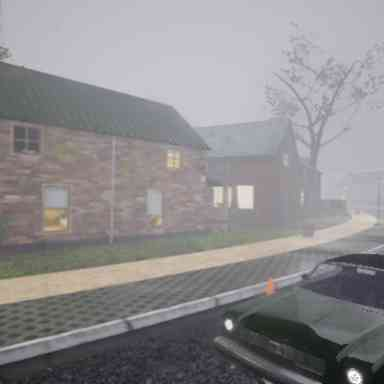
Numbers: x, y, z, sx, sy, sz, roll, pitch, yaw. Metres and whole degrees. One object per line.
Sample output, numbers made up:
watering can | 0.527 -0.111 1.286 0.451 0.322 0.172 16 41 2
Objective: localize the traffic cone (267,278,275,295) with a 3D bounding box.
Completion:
traffic cone | 1.576 2.023 6.642 0.340 0.580 0.340 1 -1 -40

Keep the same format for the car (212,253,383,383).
car | 2.525 1.663 4.724 4.718 1.301 1.895 1 -1 -40

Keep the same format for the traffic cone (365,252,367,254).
traffic cone | 5.162 2.081 9.891 0.340 0.580 0.340 1 -1 -44
